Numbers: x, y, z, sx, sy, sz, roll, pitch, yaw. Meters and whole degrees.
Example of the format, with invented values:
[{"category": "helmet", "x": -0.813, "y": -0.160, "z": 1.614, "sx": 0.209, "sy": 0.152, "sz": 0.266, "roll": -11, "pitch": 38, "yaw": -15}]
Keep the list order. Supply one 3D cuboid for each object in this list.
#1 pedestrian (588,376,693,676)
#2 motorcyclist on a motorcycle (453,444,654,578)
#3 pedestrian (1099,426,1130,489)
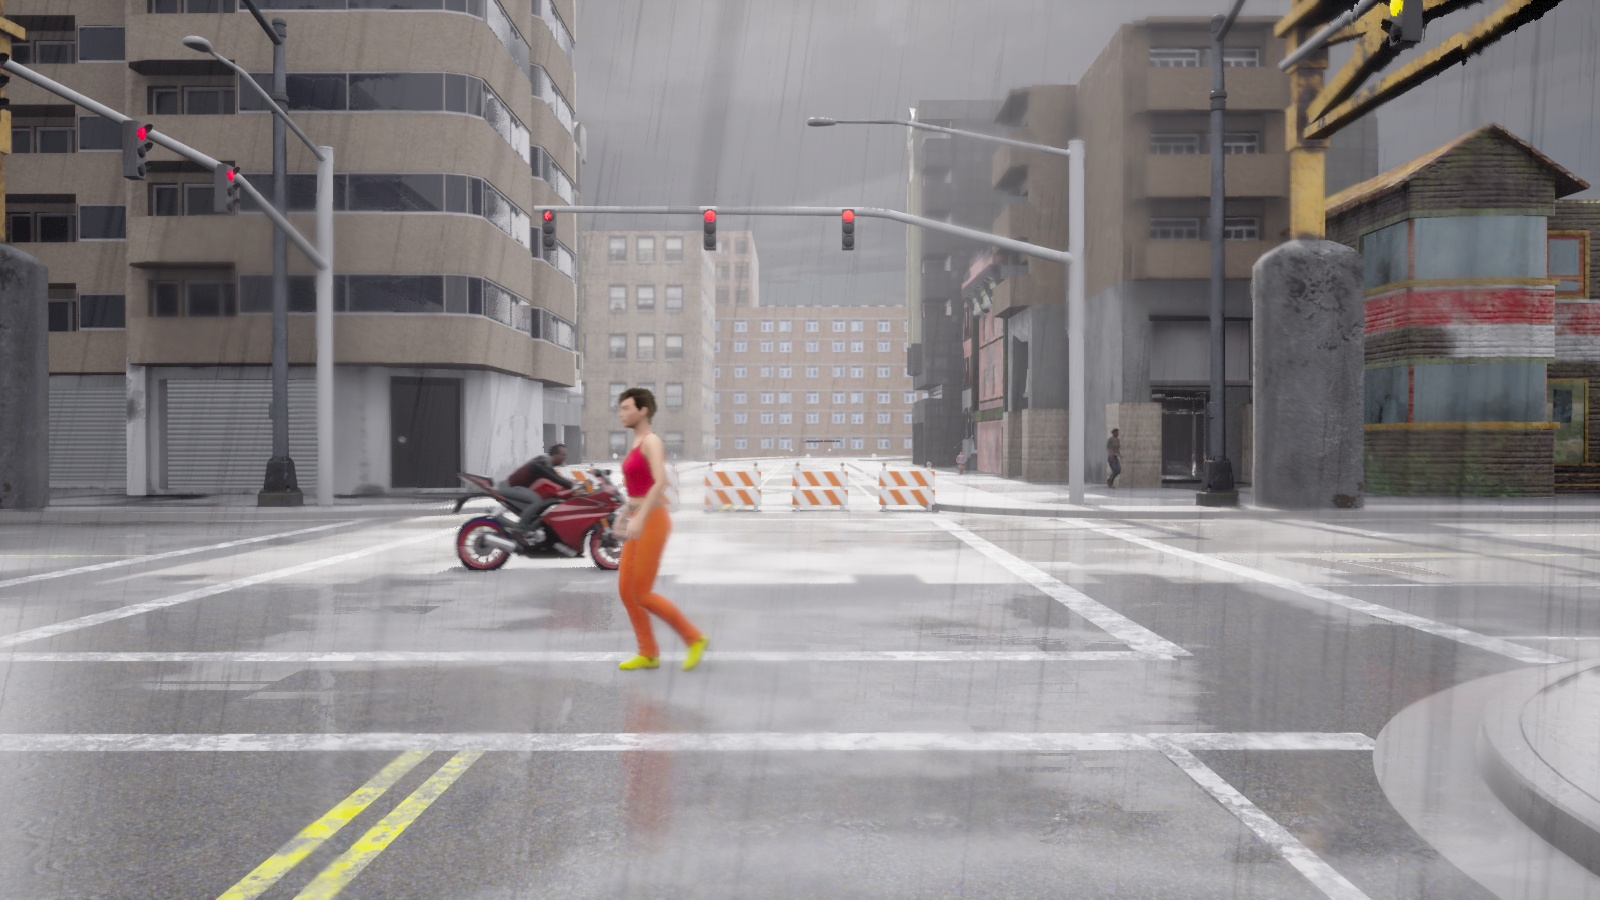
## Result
[{"category": "pedestrian", "x": -1.013, "y": 0.462, "z": 7.957, "sx": 0.594, "sy": 1.836, "sz": 0.345, "roll": 0, "pitch": 0, "yaw": -22}, {"category": "motorcyclist on a motorcycle", "x": -2.859, "y": 0.696, "z": 14.744, "sx": 2.191, "sy": 1.530, "sz": 0.866, "roll": 0, "pitch": 0, "yaw": 0}, {"category": "pedestrian", "x": 9.116, "y": 0.213, "z": 36.405, "sx": 0.328, "sy": 1.805, "sz": 0.869, "roll": 0, "pitch": 0, "yaw": -36}]
